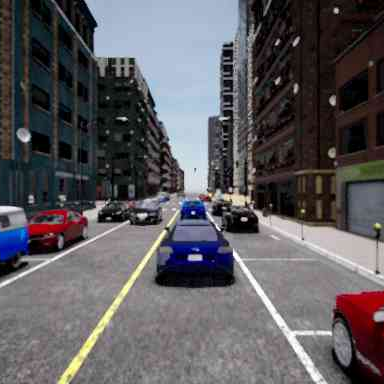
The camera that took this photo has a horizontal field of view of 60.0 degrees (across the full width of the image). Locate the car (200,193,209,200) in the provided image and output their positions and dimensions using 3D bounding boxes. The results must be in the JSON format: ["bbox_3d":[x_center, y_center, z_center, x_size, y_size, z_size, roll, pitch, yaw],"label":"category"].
[{"bbox_3d":[2.733,1.006,73.777,1.967,1.590,4.097,0,0,0],"label":"car"}]

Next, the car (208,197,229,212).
[{"bbox_3d":[2.712,1.378,30.317,1.947,1.339,4.313,0,0,0],"label":"car"}]

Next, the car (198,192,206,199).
[{"bbox_3d":[2.741,0.918,90.359,1.967,1.590,4.097,0,0,0],"label":"car"}]

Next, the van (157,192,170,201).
[{"bbox_3d":[-5.652,0.967,62.726,1.690,1.788,3.998,0,0,0],"label":"van"}]

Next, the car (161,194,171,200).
[{"bbox_3d":[-5.648,1.110,73.783,1.887,1.381,4.507,0,0,0],"label":"car"}]

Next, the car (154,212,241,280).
[{"bbox_3d":[0.085,1.501,9.823,1.994,1.385,4.181,0,0,0],"label":"car"}]

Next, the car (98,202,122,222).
[{"bbox_3d":[-5.671,1.411,24.810,1.947,1.339,4.313,0,0,0],"label":"car"}]

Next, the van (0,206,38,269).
[{"bbox_3d":[-5.677,1.289,8.238,1.690,1.788,3.998,0,0,0],"label":"van"}]

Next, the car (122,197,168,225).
[{"bbox_3d":[-3.075,1.348,23.008,2.128,1.511,4.902,0,0,0],"label":"car"}]

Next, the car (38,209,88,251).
[{"bbox_3d":[-5.676,1.458,13.763,1.887,1.381,4.507,0,0,0],"label":"car"}]

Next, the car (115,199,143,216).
[{"bbox_3d":[-5.669,1.394,30.333,1.802,1.307,4.206,0,0,0],"label":"car"}]

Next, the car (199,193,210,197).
[{"bbox_3d":[2.727,1.209,62.722,1.802,1.307,4.206,0,0,0],"label":"car"}]

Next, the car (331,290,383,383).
[{"bbox_3d":[2.700,1.527,2.700,1.887,1.381,4.507,0,0,0],"label":"car"}]

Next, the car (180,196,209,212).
[{"bbox_3d":[0.098,1.315,26.168,1.882,1.535,5.008,0,0,0],"label":"car"}]

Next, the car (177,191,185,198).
[{"bbox_3d":[-2.956,0.696,91.630,2.150,2.045,5.566,0,0,0],"label":"car"}]

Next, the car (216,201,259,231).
[{"bbox_3d":[2.707,1.445,19.270,1.947,1.339,4.313,0,0,0],"label":"car"}]
